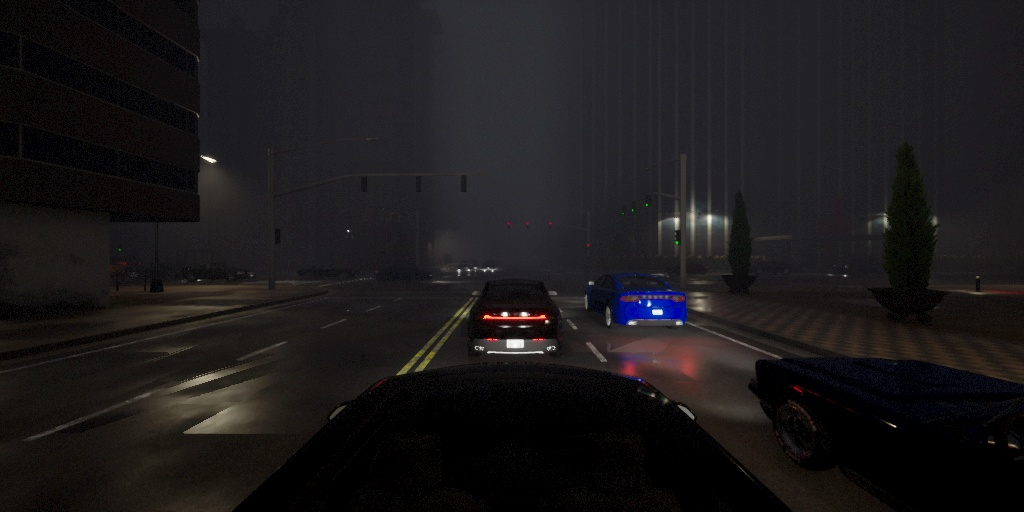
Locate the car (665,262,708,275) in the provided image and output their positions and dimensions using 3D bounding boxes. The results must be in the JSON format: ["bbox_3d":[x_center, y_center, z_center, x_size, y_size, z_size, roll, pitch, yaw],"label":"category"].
[{"bbox_3d":[18.700,1.314,38.606,4.181,1.385,1.994,0,0,-1],"label":"car"}]

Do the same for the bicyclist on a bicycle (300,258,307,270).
[{"bbox_3d":[-26.427,1.051,45.427,0.582,1.620,1.656,0,0,-1],"label":"bicyclist on a bicycle"}]

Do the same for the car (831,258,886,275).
[{"bbox_3d":[37.385,1.102,38.787,4.553,1.767,2.097,0,0,0],"label":"car"}]

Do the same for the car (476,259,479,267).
[{"bbox_3d":[-7.072,1.255,64.546,1.837,1.490,4.892,0,0,0],"label":"car"}]

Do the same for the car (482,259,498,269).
[{"bbox_3d":[-3.600,1.314,57.160,1.994,1.385,4.181,0,0,0],"label":"car"}]

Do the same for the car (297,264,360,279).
[{"bbox_3d":[-15.802,1.351,31.169,4.718,1.301,1.895,0,0,-3],"label":"car"}]

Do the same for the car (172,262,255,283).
[{"bbox_3d":[-22.429,1.241,27.488,4.902,1.511,2.128,0,0,-1],"label":"car"}]

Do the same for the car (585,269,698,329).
[{"bbox_3d":[3.573,1.228,11.244,1.882,1.535,5.008,0,0,0],"label":"car"}]

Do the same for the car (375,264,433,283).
[{"bbox_3d":[-8.271,1.314,27.630,4.181,1.385,1.994,0,0,-1],"label":"car"}]

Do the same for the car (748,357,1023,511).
[{"bbox_3d":[3.601,1.351,1.899,1.895,1.301,4.718,0,0,0],"label":"car"}]

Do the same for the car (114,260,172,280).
[{"bbox_3d":[-30.263,1.298,30.911,5.357,1.411,2.033,0,0,0],"label":"car"}]

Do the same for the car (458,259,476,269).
[{"bbox_3d":[-7.100,1.275,55.289,1.812,1.442,4.674,0,0,0],"label":"car"}]

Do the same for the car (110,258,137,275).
[{"bbox_3d":[-39.829,1.228,34.504,5.008,1.535,1.882,0,0,-1],"label":"car"}]

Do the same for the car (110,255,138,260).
[{"bbox_3d":[-42.687,0.970,37.951,5.566,2.045,2.150,0,0,1],"label":"car"}]

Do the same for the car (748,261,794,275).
[{"bbox_3d":[27.552,1.255,38.697,4.892,1.490,1.837,0,0,-1],"label":"car"}]

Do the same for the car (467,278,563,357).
[{"bbox_3d":[0.060,1.255,8.555,1.837,1.490,4.892,0,0,0],"label":"car"}]
